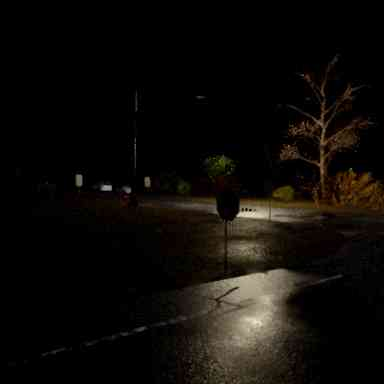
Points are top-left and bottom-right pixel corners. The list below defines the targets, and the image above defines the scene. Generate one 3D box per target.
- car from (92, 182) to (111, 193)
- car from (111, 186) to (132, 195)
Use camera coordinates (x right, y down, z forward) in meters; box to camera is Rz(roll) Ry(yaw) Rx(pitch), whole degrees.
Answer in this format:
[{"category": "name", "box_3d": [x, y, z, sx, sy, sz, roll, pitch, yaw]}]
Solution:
[{"category": "car", "box_3d": [-16.480, -0.853, 60.742, 2.150, 2.045, 5.566, 0, 2, -36]}, {"category": "car", "box_3d": [-10.629, -0.226, 52.603, 1.812, 1.442, 4.674, 0, 2, -36]}]
